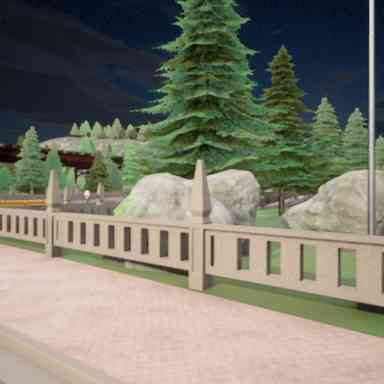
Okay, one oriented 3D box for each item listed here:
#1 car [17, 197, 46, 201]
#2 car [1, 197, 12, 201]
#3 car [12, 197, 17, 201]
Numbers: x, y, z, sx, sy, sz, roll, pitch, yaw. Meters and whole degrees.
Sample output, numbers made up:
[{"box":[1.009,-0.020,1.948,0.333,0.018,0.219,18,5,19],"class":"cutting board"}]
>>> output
[{"box":[-19.367,1.602,42.822,1.895,1.301,4.718,0,0,36],"class":"car"},{"box":[-25.780,1.493,45.900,2.128,1.511,4.902,0,0,36],"class":"car"},{"box":[-21.481,1.492,45.864,2.128,1.511,4.902,0,0,36],"class":"car"}]
